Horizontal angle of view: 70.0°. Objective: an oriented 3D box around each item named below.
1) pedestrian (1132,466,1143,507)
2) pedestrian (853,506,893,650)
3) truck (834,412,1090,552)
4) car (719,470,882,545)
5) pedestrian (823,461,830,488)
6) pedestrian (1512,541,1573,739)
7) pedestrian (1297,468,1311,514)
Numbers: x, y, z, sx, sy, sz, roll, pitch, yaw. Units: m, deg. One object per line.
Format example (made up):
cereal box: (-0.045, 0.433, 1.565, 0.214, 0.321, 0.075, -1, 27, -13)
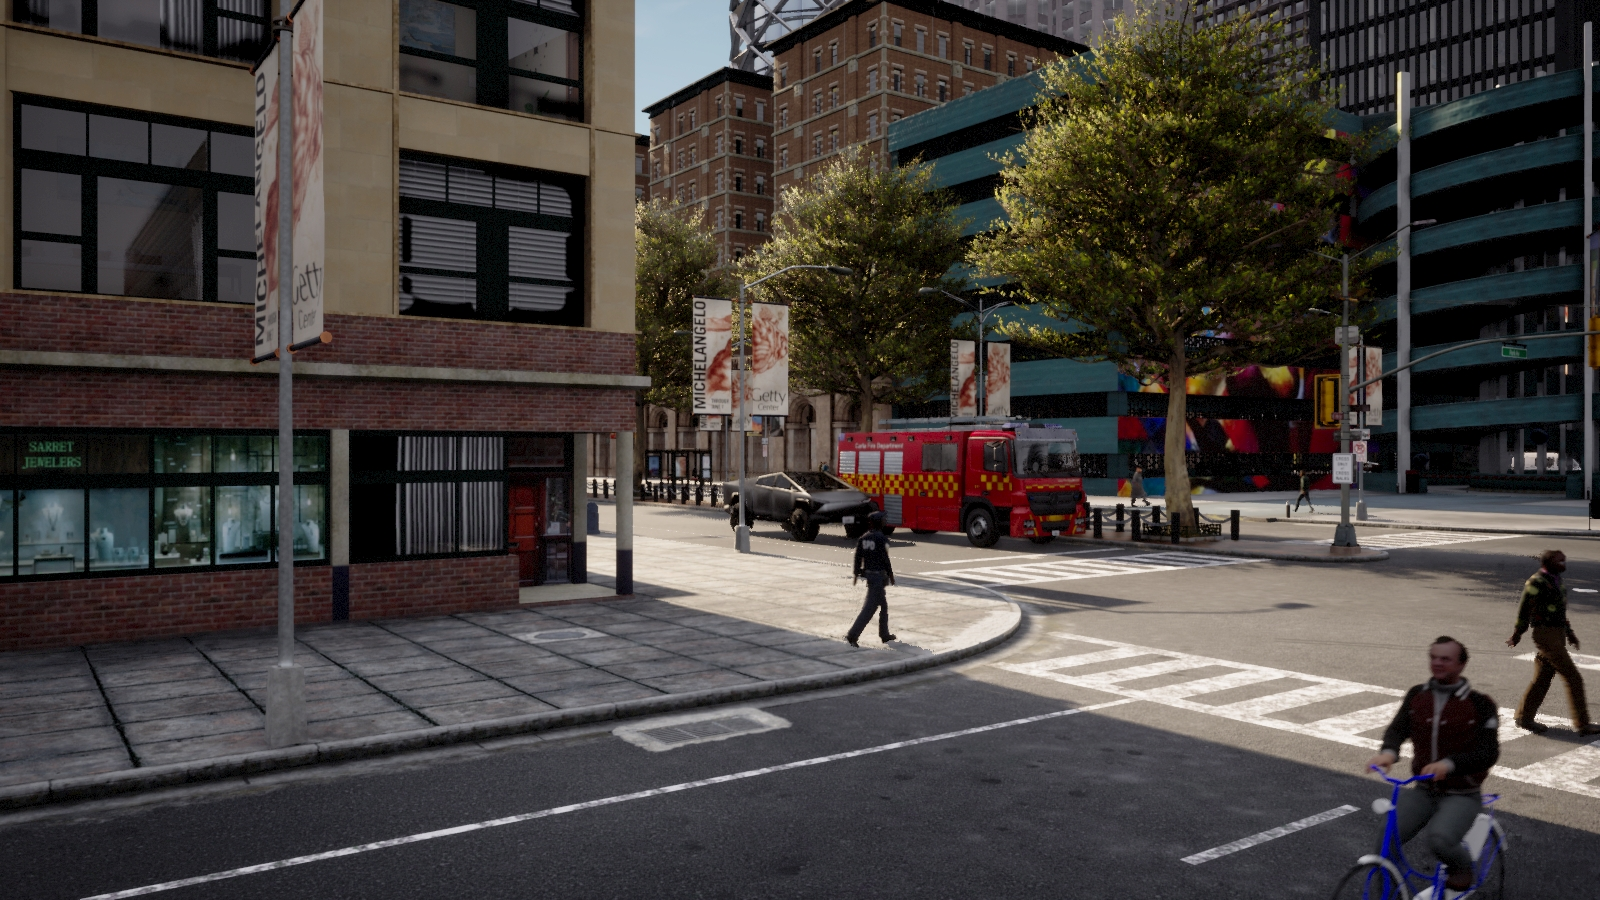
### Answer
pedestrian: (15.450, 1.681, 52.299, 0.375, 1.860, 0.375, 0, 0, -41)
pedestrian: (0.976, 1.692, 15.265, 0.375, 1.860, 0.375, 0, 0, -40)
truck: (4.745, 0.881, 35.550, 2.891, 3.827, 8.468, 0, 0, -35)
car: (-0.136, 1.746, 36.903, 2.390, 2.098, 6.274, 0, 0, -31)
pedestrian: (1.837, 1.680, 78.730, 0.375, 1.860, 0.375, 0, 0, -37)
pedestrian: (7.285, 1.844, 11.214, 0.375, 1.860, 0.375, 0, 0, -32)
pedestrian: (20.776, 1.679, 47.053, 0.375, 1.860, 0.375, 0, 0, -28)
